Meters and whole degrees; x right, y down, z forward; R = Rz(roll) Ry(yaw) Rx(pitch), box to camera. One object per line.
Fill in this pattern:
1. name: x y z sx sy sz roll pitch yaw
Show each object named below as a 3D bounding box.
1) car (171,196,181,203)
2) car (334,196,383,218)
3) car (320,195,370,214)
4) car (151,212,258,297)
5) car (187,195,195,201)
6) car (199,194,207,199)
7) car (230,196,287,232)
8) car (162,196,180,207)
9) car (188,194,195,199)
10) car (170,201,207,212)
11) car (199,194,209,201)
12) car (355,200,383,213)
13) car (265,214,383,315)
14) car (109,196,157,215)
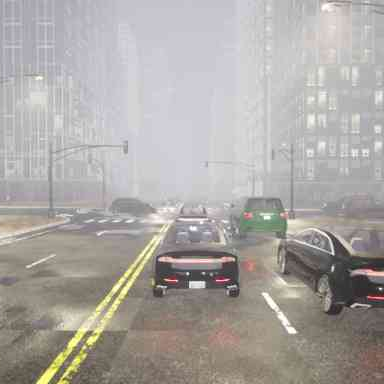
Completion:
1. car: -3.443 1.490 71.034 1.994 1.385 4.181 0 0 0
2. car: 16.119 1.518 30.131 5.009 1.841 2.192 1 0 1
3. car: 16.853 1.337 35.901 5.566 2.045 2.150 1 1 1
4. car: 0.077 1.487 8.527 2.128 1.511 4.902 0 0 0
5. car: -0.218 1.454 80.878 2.033 1.411 5.357 0 0 0
6. car: 3.004 1.291 91.303 1.994 1.385 4.181 0 0 0
7. car: 3.302 1.212 17.360 2.150 2.045 5.566 0 0 0
8. car: -3.481 1.453 51.405 2.128 1.511 4.902 0 0 0
9. car: -0.247 1.333 91.325 1.895 1.301 4.718 0 0 0
10. car: 0.051 1.482 17.712 2.128 1.511 4.902 0 0 0
11. car: 3.031 1.510 81.331 1.895 1.301 4.718 0 0 0
12. car: 21.705 1.641 38.433 4.829 1.417 1.752 1 0 1
13. car: 3.327 1.488 7.518 2.128 1.511 4.902 0 0 0
14. car: -5.775 1.318 32.993 4.553 1.767 2.097 1 1 1
